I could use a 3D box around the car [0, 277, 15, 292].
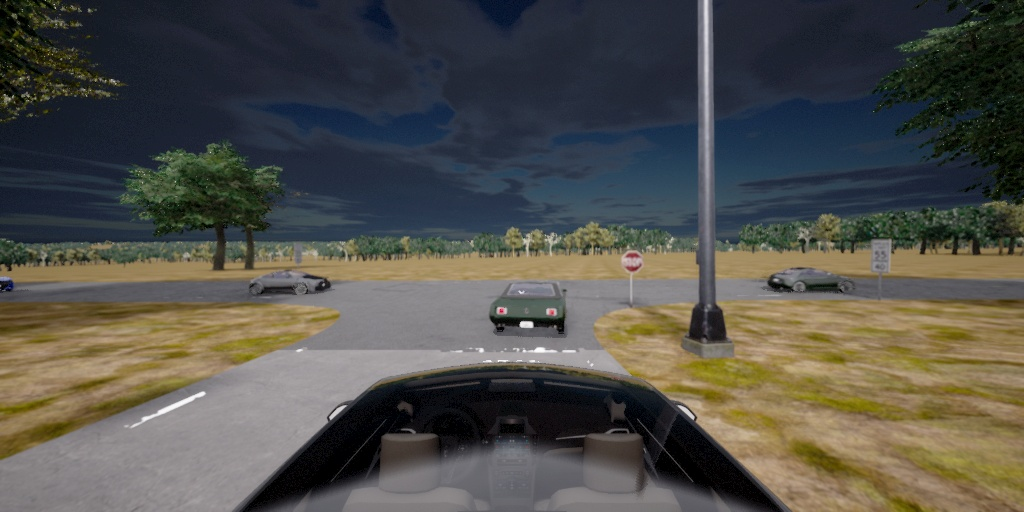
[{"bbox_3d":[-34.605,1.638,22.683,5.008,1.535,1.882,-1,2,5],"label":"car"}]

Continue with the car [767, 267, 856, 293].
[{"bbox_3d":[17.382,1.361,20.914,4.181,1.385,1.994,0,2,-1],"label":"car"}]

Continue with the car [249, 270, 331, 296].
[{"bbox_3d":[-13.134,1.529,21.296,4.181,1.385,1.994,0,2,3],"label":"car"}]

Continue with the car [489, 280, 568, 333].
[{"bbox_3d":[0.717,1.375,10.835,1.895,1.301,4.718,0,0,9],"label":"car"}]
